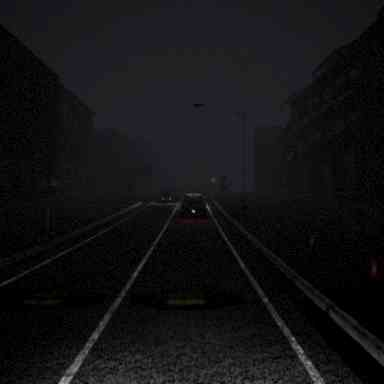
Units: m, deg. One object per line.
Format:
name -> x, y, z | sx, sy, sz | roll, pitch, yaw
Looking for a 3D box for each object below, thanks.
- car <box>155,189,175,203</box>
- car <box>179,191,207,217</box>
car -> -3.019, 0.418, 38.287 | 1.837, 1.490, 4.892 | 0, 2, 1
car -> 0.102, 0.985, 24.842 | 2.128, 1.511, 4.902 | 0, 2, 0
